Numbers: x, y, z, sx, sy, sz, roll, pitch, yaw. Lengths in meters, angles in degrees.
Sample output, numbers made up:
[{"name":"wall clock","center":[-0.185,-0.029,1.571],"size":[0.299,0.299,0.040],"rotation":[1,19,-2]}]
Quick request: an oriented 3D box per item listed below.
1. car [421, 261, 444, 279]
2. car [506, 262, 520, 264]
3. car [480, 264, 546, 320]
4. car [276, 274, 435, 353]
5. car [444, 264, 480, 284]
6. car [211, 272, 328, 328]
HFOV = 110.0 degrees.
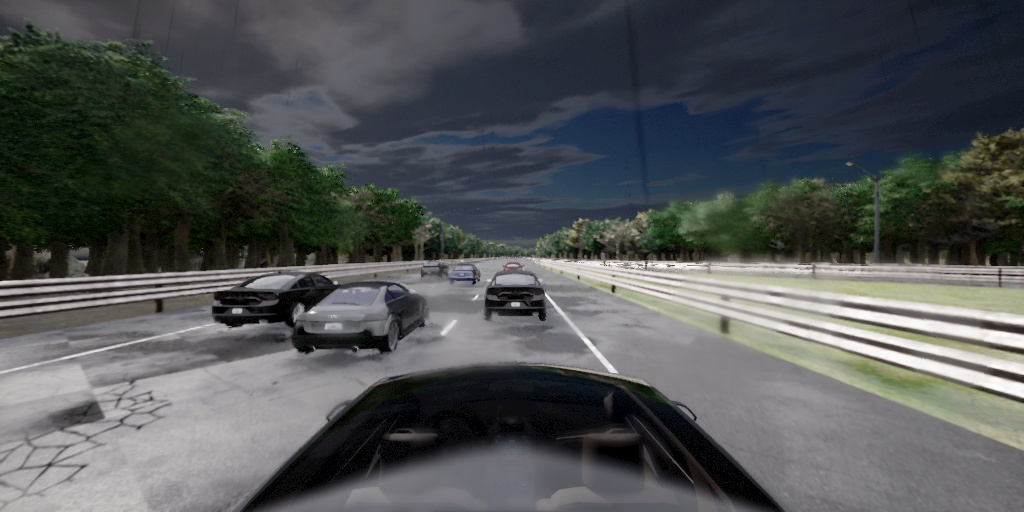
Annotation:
[{"name":"car","center":[-6.906,1.229,32.489],"size":[2.128,1.511,4.902],"rotation":[0,0,0]},{"name":"car","center":[0.099,1.300,33.585],"size":[1.812,1.442,4.674],"rotation":[0,0,0]},{"name":"car","center":[0.102,1.230,12.679],"size":[1.882,1.535,5.008],"rotation":[0,0,0]},{"name":"car","center":[-3.401,1.315,8.840],"size":[1.994,1.385,4.181],"rotation":[0,0,0]},{"name":"car","center":[-3.405,1.312,26.695],"size":[2.033,1.411,5.357],"rotation":[0,0,0]},{"name":"car","center":[-6.901,1.230,11.479],"size":[1.882,1.535,5.008],"rotation":[0,0,0]}]
